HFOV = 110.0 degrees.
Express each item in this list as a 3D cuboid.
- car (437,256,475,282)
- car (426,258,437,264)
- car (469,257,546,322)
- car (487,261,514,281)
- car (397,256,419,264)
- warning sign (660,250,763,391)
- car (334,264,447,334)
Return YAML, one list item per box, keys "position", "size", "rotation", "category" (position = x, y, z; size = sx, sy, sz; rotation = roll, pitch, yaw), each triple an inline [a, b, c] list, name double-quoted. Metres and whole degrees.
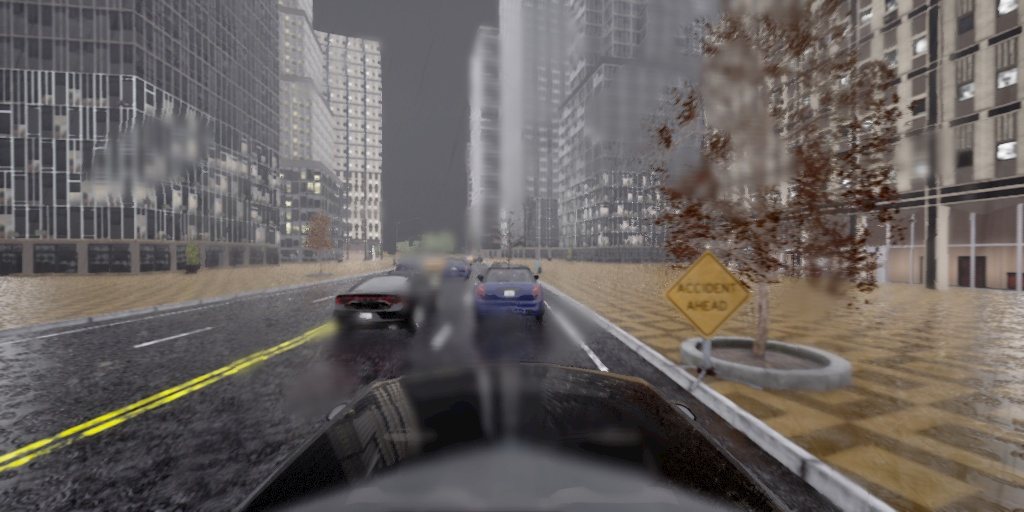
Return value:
- position: [-4.155, 0.953, 27.502]
  size: [2.097, 1.767, 4.553]
  rotation: [0, 0, -4]
  category: "car"
- position: [-8.875, 1.000, 41.553]
  size: [1.882, 1.535, 5.008]
  rotation: [0, 0, -6]
  category: "car"
- position: [-0.122, 1.042, 12.134]
  size: [2.097, 1.767, 4.553]
  rotation: [0, 0, -1]
  category: "car"
- position: [-0.961, 1.155, 28.431]
  size: [1.994, 1.385, 4.181]
  rotation: [0, 0, -4]
  category: "car"
- position: [-12.246, 0.874, 42.407]
  size: [2.097, 1.767, 4.553]
  rotation: [0, 0, -6]
  category: "car"
- position: [2.837, 0.841, 5.239]
  size: [1.300, 1.860, 1.060]
  rotation: [0, 0, -1]
  category: "warning sign"
- position: [-3.323, 1.180, 10.526]
  size: [1.882, 1.535, 5.008]
  rotation: [0, 0, -1]
  category: "car"
